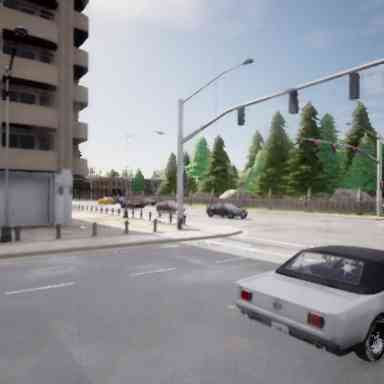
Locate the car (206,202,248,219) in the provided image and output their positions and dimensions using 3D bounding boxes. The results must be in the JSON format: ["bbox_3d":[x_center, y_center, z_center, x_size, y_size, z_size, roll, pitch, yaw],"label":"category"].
[{"bbox_3d":[3.206,1.725,31.352,1.812,1.442,4.674,0,0,-36],"label":"car"}]

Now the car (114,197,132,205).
[{"bbox_3d":[-14.165,1.773,67.737,1.812,1.442,4.674,0,0,-36],"label":"car"}]

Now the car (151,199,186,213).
[{"bbox_3d":[-2.586,1.725,39.388,1.812,1.442,4.674,0,0,-35],"label":"car"}]

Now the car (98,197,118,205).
[{"bbox_3d":[-16.777,1.701,65.385,1.882,1.535,5.008,0,0,-36],"label":"car"}]

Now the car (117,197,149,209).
[{"bbox_3d":[-8.446,1.799,47.534,1.895,1.301,4.718,0,0,-36],"label":"car"}]

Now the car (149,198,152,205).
[{"bbox_3d":[-8.125,1.795,59.387,2.033,1.411,5.357,0,0,-36],"label":"car"}]

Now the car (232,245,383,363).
[{"bbox_3d":[3.052,1.641,5.943,4.718,1.301,1.895,0,0,-35],"label":"car"}]
